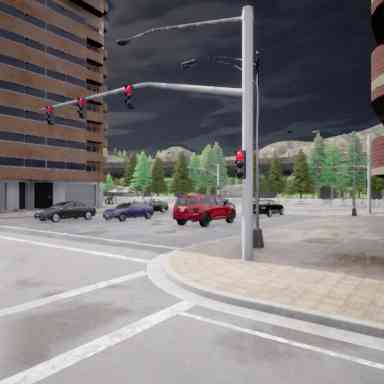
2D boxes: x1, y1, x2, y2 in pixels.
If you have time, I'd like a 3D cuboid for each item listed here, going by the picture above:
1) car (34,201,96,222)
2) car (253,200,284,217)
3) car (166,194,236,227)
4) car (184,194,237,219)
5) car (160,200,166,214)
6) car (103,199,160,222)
[{"bbox_3d":[-9.907,1.505,26.288,1.837,1.490,4.892,0,0,36],"label":"car"},{"bbox_3d":[7.158,1.478,31.701,1.882,1.535,5.008,0,0,36],"label":"car"},{"bbox_3d":[0.966,1.221,23.092,2.150,2.045,5.566,0,0,36],"label":"car"},{"bbox_3d":[1.858,1.221,30.321,2.150,2.045,5.566,0,0,36],"label":"car"},{"bbox_3d":[-4.426,1.491,33.830,2.128,1.511,4.902,0,0,36],"label":"car"},{"bbox_3d":[-5.048,1.526,27.030,1.812,1.442,4.674,0,0,36],"label":"car"}]
